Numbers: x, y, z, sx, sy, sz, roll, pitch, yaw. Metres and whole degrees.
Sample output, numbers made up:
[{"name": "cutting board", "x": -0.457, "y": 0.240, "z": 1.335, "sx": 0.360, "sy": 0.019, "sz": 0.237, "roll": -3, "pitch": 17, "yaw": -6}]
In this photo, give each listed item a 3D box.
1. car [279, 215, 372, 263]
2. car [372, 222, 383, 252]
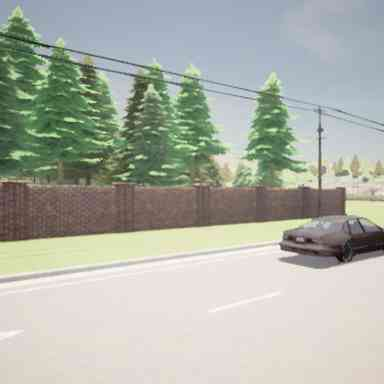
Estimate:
[{"name": "car", "x": 5.467, "y": 1.554, "z": 11.966, "sx": 5.357, "sy": 1.411, "sz": 2.033, "roll": 0, "pitch": 0, "yaw": -35}, {"name": "car", "x": 7.215, "y": 1.498, "z": 8.921, "sx": 4.902, "sy": 1.511, "sz": 2.128, "roll": 0, "pitch": 0, "yaw": -35}]
